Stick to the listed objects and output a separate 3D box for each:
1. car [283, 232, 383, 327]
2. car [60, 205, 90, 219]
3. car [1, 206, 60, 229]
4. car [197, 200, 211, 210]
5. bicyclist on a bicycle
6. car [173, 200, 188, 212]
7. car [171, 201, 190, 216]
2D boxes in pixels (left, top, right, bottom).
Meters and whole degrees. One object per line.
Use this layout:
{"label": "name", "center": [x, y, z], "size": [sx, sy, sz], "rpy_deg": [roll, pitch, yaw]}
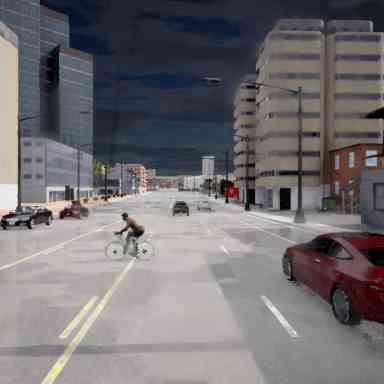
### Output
{"label": "car", "center": [3.398, 1.562, 7.000], "size": [1.812, 1.442, 4.674], "rpy_deg": [0, 0, -2]}
{"label": "car", "center": [-11.724, 1.948, 33.366], "size": [1.994, 1.385, 4.181], "rpy_deg": [0, -1, -2]}
{"label": "car", "center": [-11.391, 1.726, 23.311], "size": [2.128, 1.511, 4.902], "rpy_deg": [0, -1, -2]}
{"label": "car", "center": [1.812, 1.957, 50.511], "size": [1.812, 1.442, 4.674], "rpy_deg": [0, 1, -2]}
{"label": "bicyclist on a bicycle", "center": [-2.074, 1.520, 11.094], "size": [1.656, 1.620, 0.582], "rpy_deg": [0, 0, -2]}
{"label": "car", "center": [-1.679, 1.991, 48.064], "size": [2.033, 1.411, 5.357], "rpy_deg": [0, 0, -2]}
{"label": "car", "center": [-1.266, 1.942, 38.015], "size": [1.837, 1.490, 4.892], "rpy_deg": [0, 0, -2]}
